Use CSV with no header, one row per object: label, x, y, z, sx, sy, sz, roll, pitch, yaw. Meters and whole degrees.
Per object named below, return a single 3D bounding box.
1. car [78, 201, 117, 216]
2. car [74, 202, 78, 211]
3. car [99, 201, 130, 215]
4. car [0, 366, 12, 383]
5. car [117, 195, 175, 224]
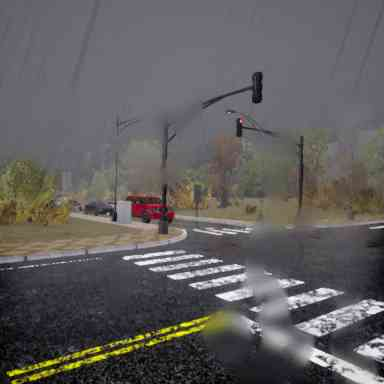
car,-9.568,1.685,34.103,2.033,1.411,5.357,2,-2,-35
car,-15.504,1.728,42.641,1.812,1.442,4.674,2,-1,-34
car,-9.039,1.766,38.443,1.812,1.442,4.674,2,-2,-35
car,-3.256,1.504,1.115,4.892,1.490,1.837,0,0,-35
car,-3.507,1.300,25.824,2.150,2.045,5.566,2,-1,-35
